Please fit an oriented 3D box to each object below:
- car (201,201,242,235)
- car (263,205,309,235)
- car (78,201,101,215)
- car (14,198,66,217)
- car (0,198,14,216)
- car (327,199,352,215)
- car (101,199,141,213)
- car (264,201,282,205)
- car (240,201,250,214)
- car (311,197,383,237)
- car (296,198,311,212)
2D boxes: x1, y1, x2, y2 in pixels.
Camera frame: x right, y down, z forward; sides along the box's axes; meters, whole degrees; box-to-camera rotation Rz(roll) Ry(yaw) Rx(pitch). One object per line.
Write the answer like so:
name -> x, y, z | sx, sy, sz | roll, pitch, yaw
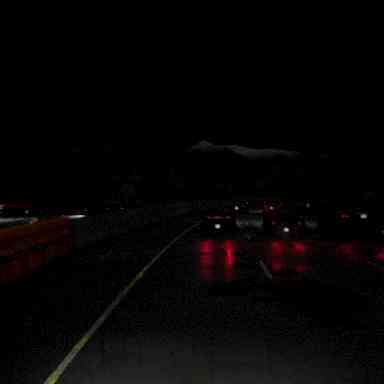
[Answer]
car -> 1.630, 1.518, 19.203 | 2.128, 1.511, 4.902 | 0, 0, 8
car -> 5.116, 1.633, 19.112 | 1.895, 1.301, 4.718 | 0, 0, 8
car -> -9.948, 1.587, 34.327 | 1.994, 1.385, 4.181 | 0, 0, 13
car -> -14.085, 1.504, 31.790 | 2.128, 1.511, 4.902 | 0, 0, 12
car -> -17.568, 1.358, 32.189 | 2.097, 1.767, 4.553 | 0, 0, 12
car -> 16.243, 1.552, 36.897 | 1.882, 1.535, 5.008 | 0, 0, 16
car -> -6.696, 1.505, 32.870 | 1.882, 1.535, 5.008 | 0, 0, 13
car -> 8.706, 1.623, 35.952 | 1.994, 1.385, 4.181 | 0, 0, 15
car -> 5.109, 1.617, 36.023 | 1.994, 1.385, 4.181 | 0, 0, 15
car -> 8.567, 1.260, 18.553 | 2.150, 2.045, 5.566 | 0, 0, 8
car -> 12.118, 1.417, 35.171 | 2.097, 1.767, 4.553 | 0, 0, 15
